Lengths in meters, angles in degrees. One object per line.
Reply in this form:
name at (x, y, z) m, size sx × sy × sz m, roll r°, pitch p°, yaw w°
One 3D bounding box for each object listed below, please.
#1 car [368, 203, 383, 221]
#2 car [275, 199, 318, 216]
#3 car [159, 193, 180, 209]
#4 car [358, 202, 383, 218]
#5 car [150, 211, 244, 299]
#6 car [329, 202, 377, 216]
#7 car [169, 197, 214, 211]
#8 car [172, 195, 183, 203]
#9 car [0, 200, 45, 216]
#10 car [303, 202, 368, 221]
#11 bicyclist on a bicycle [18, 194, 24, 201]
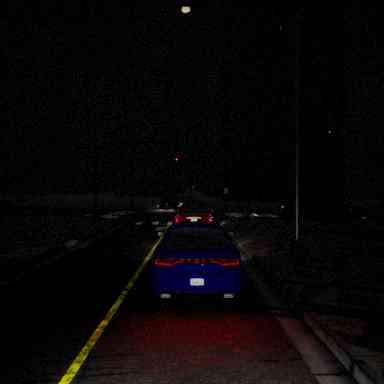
car at (17.944, 1.823, 28.340) m, size 4.829 × 1.417 × 1.752 m, roll 1°, pitch -1°, yaw 0°
car at (10.947, 1.539, 34.188) m, size 4.553 × 1.767 × 2.097 m, roll 1°, pitch 0°, yaw 0°
car at (-3.165, 1.223, 44.938) m, size 2.150 × 2.045 × 5.566 m, roll 0°, pitch 0°, yaw 1°
car at (19.914, 1.851, 34.191) m, size 4.674 × 1.442 × 1.812 m, roll 1°, pitch 0°, yaw 0°
car at (0.099, 1.477, 8.499) m, size 1.882 × 1.535 × 5.008 m, roll 0°, pitch 0°, yaw 0°
car at (17.781, 1.841, 36.864) m, size 4.403 × 1.369 × 2.008 m, roll 1°, pitch -1°, yaw 0°
car at (0.118, 1.352, 17.653) m, size 2.097 × 1.767 × 4.553 m, roll 0°, pitch 0°, yaw 1°
car at (-3.018, 1.492, 69.446) m, size 2.128 × 1.511 × 4.902 m, roll 0°, pitch 0°, yaw 0°
car at (-14.777, 1.367, 28.240) m, size 4.403 × 1.369 × 2.008 m, roll 1°, pitch -1°, yaw 0°
car at (12.131, 1.774, 28.339) m, size 4.313 × 1.339 × 1.947 m, roll 1°, pitch -1°, yaw 0°
bicyclist on a bicycle at (-20.502, 1.030, 39.724) m, size 0.582 × 1.620 × 1.656 m, roll 1°, pitch 0°, yaw 0°
